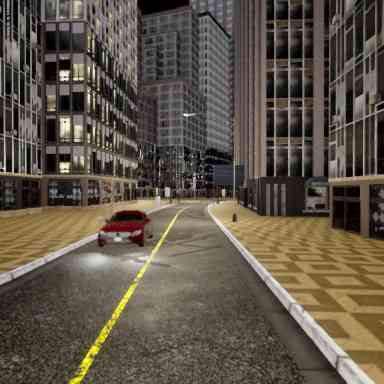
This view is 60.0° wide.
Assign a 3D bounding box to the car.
[{"bbox_3d":[-2.783,1.525,14.809,1.812,1.442,4.674,0,0,0],"label":"car"}]
